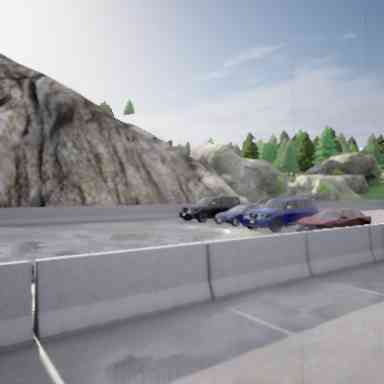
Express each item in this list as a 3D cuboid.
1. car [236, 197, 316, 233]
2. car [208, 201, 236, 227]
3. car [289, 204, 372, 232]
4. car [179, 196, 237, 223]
[{"bbox_3d":[5.736,1.383,20.864,5.566,2.045,2.150,0,0,-36],"label":"car"},{"bbox_3d":[3.726,1.633,23.729,4.674,1.442,1.812,0,0,-36],"label":"car"},{"bbox_3d":[7.793,1.592,18.032,5.008,1.535,1.882,0,0,-36],"label":"car"},{"bbox_3d":[1.669,1.353,26.561,5.566,2.045,2.150,0,0,-36],"label":"car"}]
